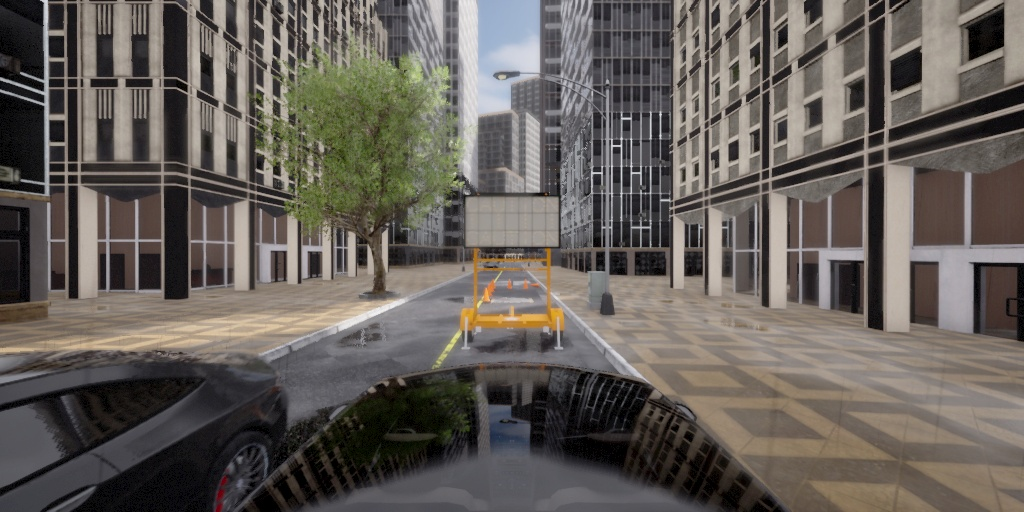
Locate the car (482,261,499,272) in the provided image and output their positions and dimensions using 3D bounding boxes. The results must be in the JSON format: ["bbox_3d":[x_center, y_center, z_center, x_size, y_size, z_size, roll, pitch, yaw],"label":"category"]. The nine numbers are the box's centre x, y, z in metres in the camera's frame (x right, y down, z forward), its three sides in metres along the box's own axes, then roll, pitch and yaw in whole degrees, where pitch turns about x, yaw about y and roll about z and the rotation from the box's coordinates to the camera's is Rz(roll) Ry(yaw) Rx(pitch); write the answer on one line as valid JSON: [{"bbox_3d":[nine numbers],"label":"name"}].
[{"bbox_3d":[-2.719,1.291,46.319,1.837,1.490,4.892,0,0,0],"label":"car"}]

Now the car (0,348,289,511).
[{"bbox_3d":[-2.849,1.276,1.324,1.812,1.442,4.674,0,0,0],"label":"car"}]

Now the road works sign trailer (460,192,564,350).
[{"bbox_3d":[0.006,0.213,9.066,2.380,3.560,2.880,0,0,0],"label":"road works sign trailer"}]
